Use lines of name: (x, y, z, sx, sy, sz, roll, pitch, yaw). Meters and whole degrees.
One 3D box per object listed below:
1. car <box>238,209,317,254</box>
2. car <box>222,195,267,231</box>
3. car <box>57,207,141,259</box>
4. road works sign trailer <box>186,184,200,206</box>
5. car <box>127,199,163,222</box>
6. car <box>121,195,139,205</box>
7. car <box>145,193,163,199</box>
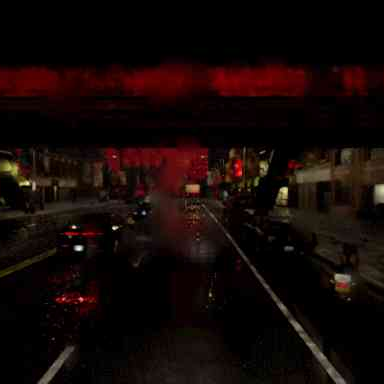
car: (3.226, 1.588, 13.309, 1.895, 1.301, 4.718, 0, 0, 0)
car: (3.181, 1.218, 20.705, 2.435, 2.045, 5.566, 0, 0, 0)
car: (-3.396, 1.496, 12.549, 1.837, 1.490, 4.892, 0, -1, 1)
road works sign trailer: (0.115, 0.437, 55.758, 2.380, 3.560, 2.880, 0, 0, 0)
car: (-3.348, 1.535, 25.794, 2.033, 1.411, 5.357, 0, 0, 0)
car: (-10.434, 1.476, 57.780, 1.837, 1.490, 4.892, 0, 0, 1)
car: (-6.932, 1.192, 58.226, 2.150, 2.045, 5.566, 0, 0, 1)
